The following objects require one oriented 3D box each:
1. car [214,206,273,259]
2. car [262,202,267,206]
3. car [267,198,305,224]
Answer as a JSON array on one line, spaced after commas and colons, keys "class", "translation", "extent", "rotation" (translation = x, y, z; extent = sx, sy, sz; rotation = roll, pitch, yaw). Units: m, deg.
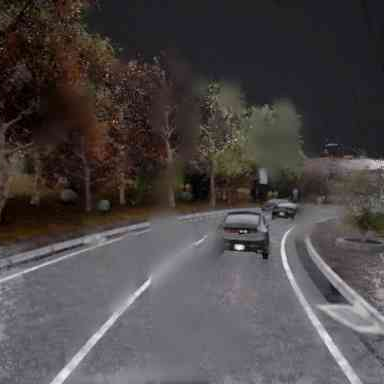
[{"class": "car", "translation": [2.055, 1.500, 12.841], "extent": [1.837, 1.490, 4.892], "rotation": [1, 0, 13]}, {"class": "car", "translation": [9.263, 1.493, 36.487], "extent": [1.837, 1.490, 4.892], "rotation": [4, 2, 36]}, {"class": "car", "translation": [8.217, 1.588, 28.055], "extent": [1.882, 1.535, 5.008], "rotation": [3, 1, 30]}]
